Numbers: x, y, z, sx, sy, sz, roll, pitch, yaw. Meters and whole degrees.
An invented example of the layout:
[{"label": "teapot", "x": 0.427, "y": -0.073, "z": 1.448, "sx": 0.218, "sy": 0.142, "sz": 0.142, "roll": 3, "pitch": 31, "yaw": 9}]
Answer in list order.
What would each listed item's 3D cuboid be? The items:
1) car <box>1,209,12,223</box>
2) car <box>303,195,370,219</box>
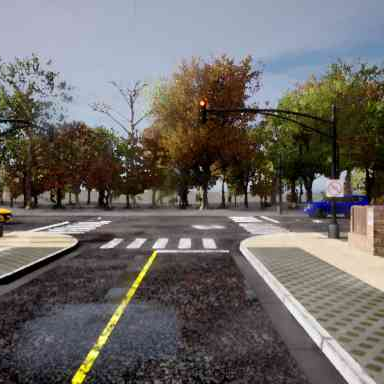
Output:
[{"label": "car", "x": -15.084, "y": 1.417, "z": 22.922, "sx": 5.008, "sy": 1.535, "sz": 1.882, "roll": 0, "pitch": 0, "yaw": 0}, {"label": "car", "x": 12.846, "y": 1.271, "z": 29.599, "sx": 5.566, "sy": 2.045, "sz": 2.150, "roll": 0, "pitch": 0, "yaw": 0}]
